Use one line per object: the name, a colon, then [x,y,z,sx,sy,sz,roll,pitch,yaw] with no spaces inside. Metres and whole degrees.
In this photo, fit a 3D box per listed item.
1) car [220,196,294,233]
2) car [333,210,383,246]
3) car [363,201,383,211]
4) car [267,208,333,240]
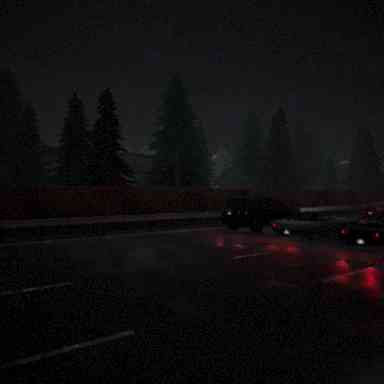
car: [4.228,1.258,19.783,5.566,2.045,2.150,0,0,-35]
car: [8.293,1.617,14.084,4.718,1.301,1.895,0,0,-35]
car: [16.416,1.534,28.476,4.674,1.442,1.812,0,0,-35]
car: [6.261,1.617,16.933,4.718,1.301,1.895,0,0,-35]
